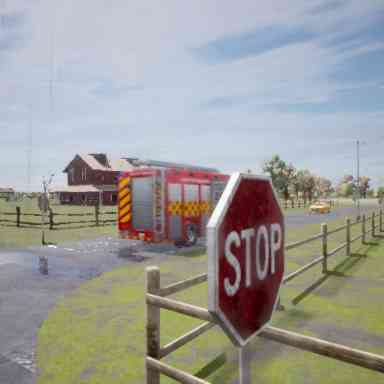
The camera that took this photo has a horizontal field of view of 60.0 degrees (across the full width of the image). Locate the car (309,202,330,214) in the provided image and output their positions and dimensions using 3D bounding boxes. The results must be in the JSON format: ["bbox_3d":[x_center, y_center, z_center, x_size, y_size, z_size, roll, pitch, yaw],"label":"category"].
[{"bbox_3d":[18.069,2.215,46.992,1.882,1.535,5.008,-1,-1,35],"label":"car"}]

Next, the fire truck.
[{"bbox_3d":[0.252,0.567,17.232,2.891,3.827,8.468,-1,-1,35],"label":"fire truck"}]
